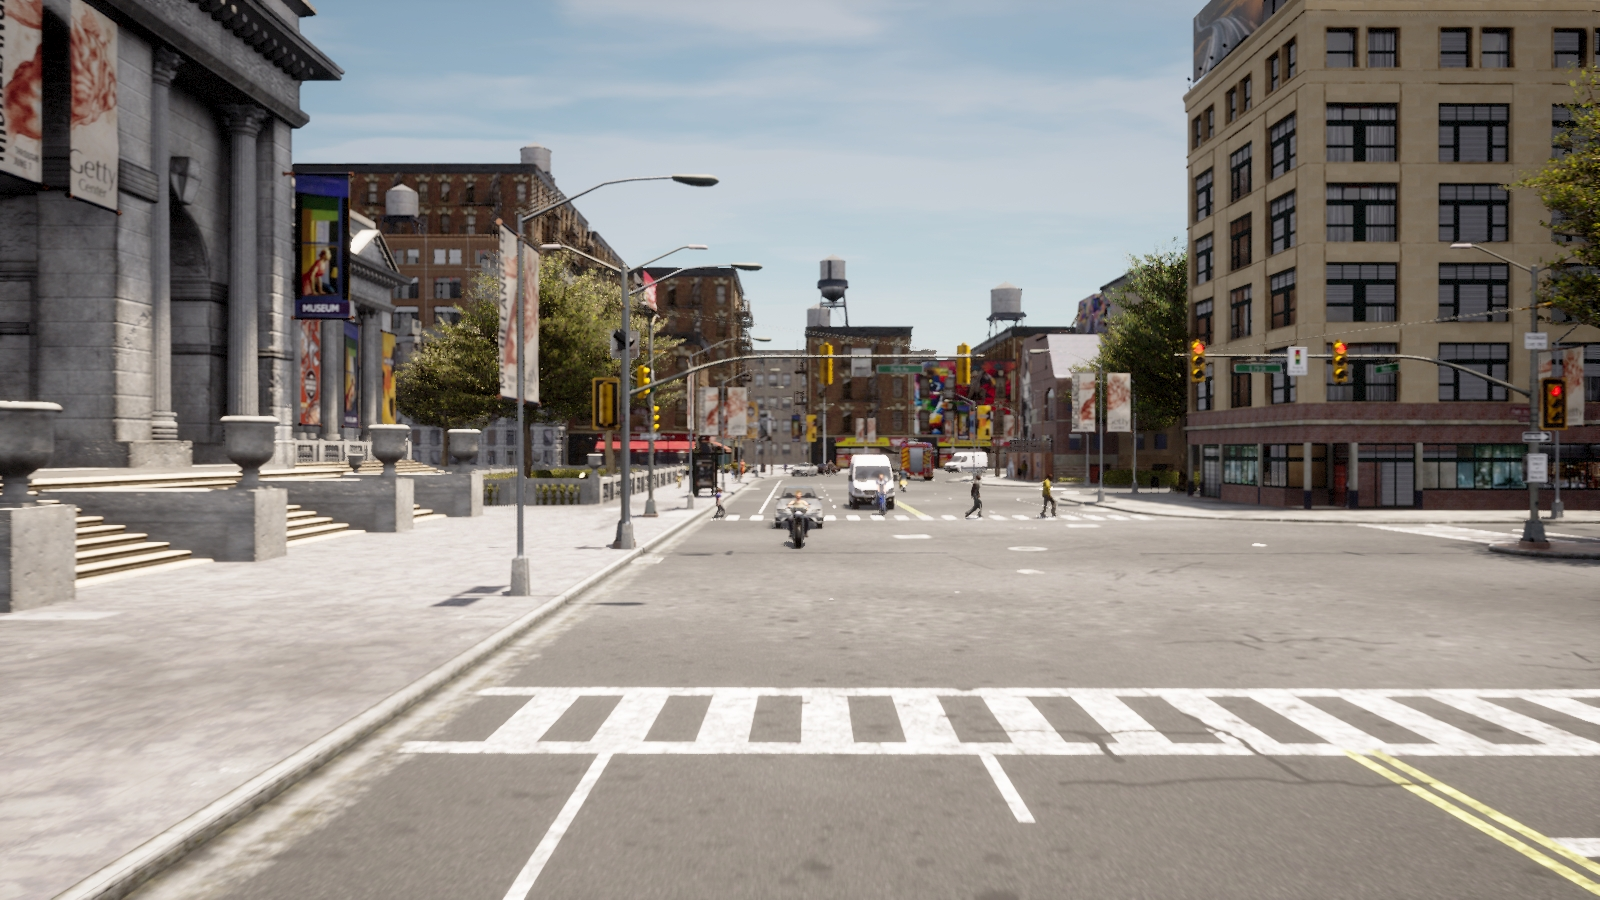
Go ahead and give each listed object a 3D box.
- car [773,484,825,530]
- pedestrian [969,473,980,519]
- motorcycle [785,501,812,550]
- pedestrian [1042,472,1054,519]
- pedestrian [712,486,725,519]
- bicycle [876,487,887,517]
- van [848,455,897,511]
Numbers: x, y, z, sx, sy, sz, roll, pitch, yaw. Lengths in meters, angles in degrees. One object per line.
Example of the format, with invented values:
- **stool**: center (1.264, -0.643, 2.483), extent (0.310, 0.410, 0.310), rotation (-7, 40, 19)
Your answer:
- **car**: center (-0.041, 2.065, 41.926), extent (1.816, 1.474, 4.193), rotation (0, 0, 0)
- **pedestrian**: center (7.069, 1.849, 46.238), extent (0.375, 1.860, 0.375), rotation (0, 0, -5)
- **motorcycle**: center (-0.033, 2.170, 33.243), extent (0.764, 1.277, 2.356), rotation (0, 0, 0)
- **pedestrian**: center (10.090, 1.849, 46.497), extent (0.375, 1.860, 0.375), rotation (0, 0, -9)
- **pedestrian**: center (-3.320, 2.129, 46.447), extent (0.375, 1.300, 0.375), rotation (0, 0, -33)
- **bicycle**: center (3.457, 2.206, 48.495), extent (0.373, 1.196, 1.643), rotation (0, 1, 0)
- **van**: center (3.468, 1.534, 55.745), extent (1.988, 2.561, 5.915), rotation (0, 0, 0)
